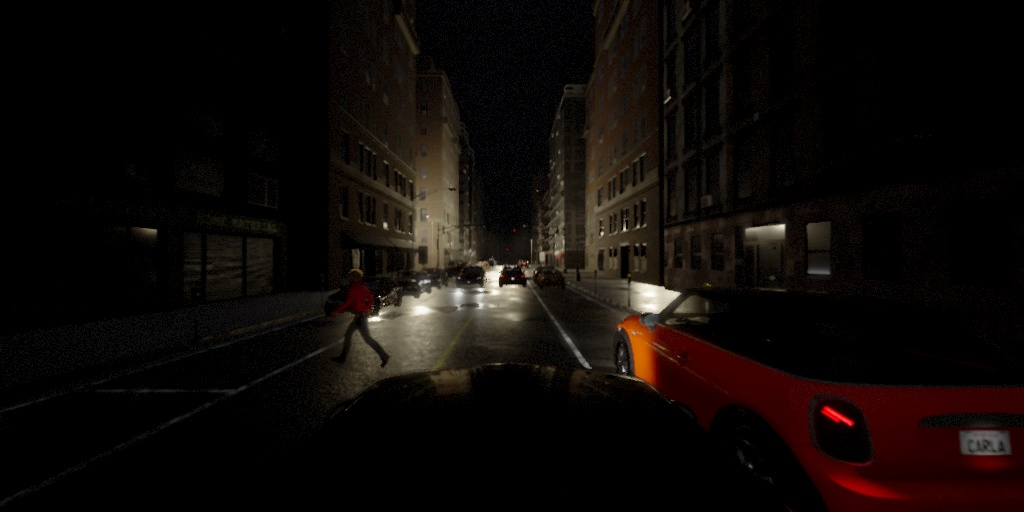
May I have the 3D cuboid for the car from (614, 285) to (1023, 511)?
[{"bbox_3d":[2.749,1.121,4.211,2.097,1.767,4.553,0,0,0],"label":"car"}]

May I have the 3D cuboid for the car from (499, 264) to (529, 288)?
[{"bbox_3d":[0.058,1.500,26.075,1.994,1.385,4.181,0,0,0],"label":"car"}]

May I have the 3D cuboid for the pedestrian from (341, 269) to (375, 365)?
[{"bbox_3d":[-2.801,1.082,6.529,0.375,1.860,0.375,0,0,-5],"label":"pedestrian"}]

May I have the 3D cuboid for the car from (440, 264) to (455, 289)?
[{"bbox_3d":[-5.397,1.475,24.400,2.007,1.370,4.403,0,0,0],"label":"car"}]

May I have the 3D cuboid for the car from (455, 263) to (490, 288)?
[{"bbox_3d":[-2.851,1.462,26.036,1.812,1.442,4.674,0,0,0],"label":"car"}]

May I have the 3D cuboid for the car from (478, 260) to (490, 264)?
[{"bbox_3d":[-5.413,1.746,61.687,2.007,1.370,4.403,0,0,0],"label":"car"}]

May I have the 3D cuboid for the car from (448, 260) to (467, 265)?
[{"bbox_3d":[-5.402,1.318,35.225,2.192,1.841,5.009,0,0,0],"label":"car"}]

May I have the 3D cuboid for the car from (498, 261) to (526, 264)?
[{"bbox_3d":[-0.014,1.500,35.945,2.128,1.511,4.902,0,0,0],"label":"car"}]

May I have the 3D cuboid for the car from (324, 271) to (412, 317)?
[{"bbox_3d":[-5.392,1.425,13.574,1.802,1.307,4.207,0,0,0],"label":"car"}]

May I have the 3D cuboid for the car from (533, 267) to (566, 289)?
[{"bbox_3d":[2.628,1.449,24.564,1.751,1.417,4.829,0,0,0],"label":"car"}]

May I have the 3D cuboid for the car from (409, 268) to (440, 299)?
[{"bbox_3d":[-5.395,1.435,18.987,2.007,1.370,4.403,0,0,0],"label":"car"}]
